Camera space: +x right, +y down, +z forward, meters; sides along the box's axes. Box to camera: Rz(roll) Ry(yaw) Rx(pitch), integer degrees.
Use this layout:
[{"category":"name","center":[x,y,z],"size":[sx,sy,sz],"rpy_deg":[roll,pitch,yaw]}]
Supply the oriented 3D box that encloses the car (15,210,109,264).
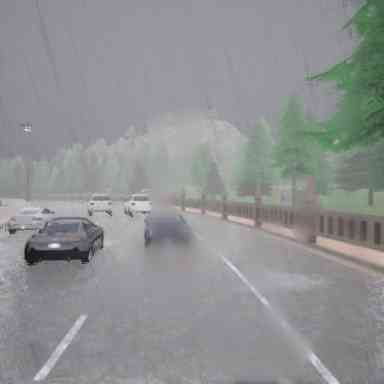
[{"category":"car","center":[-4.383,1.584,11.977],"size":[1.994,1.385,4.181],"rpy_deg":[0,0,-7]}]

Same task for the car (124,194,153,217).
[{"category":"car","center":[-5.259,1.255,32.383],"size":[2.150,2.045,5.566],"rpy_deg":[0,0,-18]}]

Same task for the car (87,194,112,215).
[{"category":"car","center":[-9.400,1.269,33.746],"size":[2.150,2.045,5.566],"rpy_deg":[0,0,-19]}]

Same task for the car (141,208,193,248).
[{"category":"car","center":[-1.190,1.612,14.866],"size":[1.895,1.301,4.718],"rpy_deg":[0,0,-8]}]

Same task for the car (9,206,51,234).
[{"category":"car","center":[-9.120,1.565,19.366],"size":[1.812,1.442,4.674],"rpy_deg":[0,0,-11]}]
